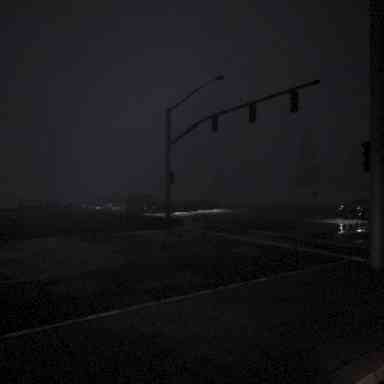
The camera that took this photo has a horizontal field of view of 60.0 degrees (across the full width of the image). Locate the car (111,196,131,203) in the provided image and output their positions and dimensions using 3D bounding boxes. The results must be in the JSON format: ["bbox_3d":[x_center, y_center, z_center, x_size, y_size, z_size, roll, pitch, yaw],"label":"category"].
[{"bbox_3d":[-14.759,1.459,68.748,2.033,1.411,5.357,0,0,-35],"label":"car"}]

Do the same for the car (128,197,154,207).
[{"bbox_3d":[-8.203,1.544,53.034,2.033,1.411,5.357,0,0,-35],"label":"car"}]

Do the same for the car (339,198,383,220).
[{"bbox_3d":[14.555,1.308,28.399,4.553,1.767,2.097,0,0,-36],"label":"car"}]

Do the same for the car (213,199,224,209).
[{"bbox_3d":[2.280,1.560,44.089,1.994,1.385,4.181,0,0,-35],"label":"car"}]

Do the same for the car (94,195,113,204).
[{"bbox_3d":[-17.794,1.476,66.983,2.128,1.511,4.902,0,0,-35],"label":"car"}]

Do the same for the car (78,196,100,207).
[{"bbox_3d":[-16.188,1.522,52.270,1.812,1.442,4.674,0,0,-35],"label":"car"}]

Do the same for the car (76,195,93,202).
[{"bbox_3d":[-21.337,1.266,65.946,1.994,1.385,4.181,0,0,-35],"label":"car"}]

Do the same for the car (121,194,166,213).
[{"bbox_3d":[-5.525,1.218,36.914,2.150,2.045,5.566,0,0,-35],"label":"car"}]

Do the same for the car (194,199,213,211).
[{"bbox_3d":[0.179,1.560,40.976,1.994,1.385,4.181,0,0,-35],"label":"car"}]

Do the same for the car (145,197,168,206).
[{"bbox_3d":[-6.036,1.521,56.063,1.812,1.442,4.674,0,0,-35],"label":"car"}]

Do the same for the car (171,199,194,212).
[{"bbox_3d":[-2.451,1.544,38.623,2.033,1.411,5.357,0,0,-35],"label":"car"}]

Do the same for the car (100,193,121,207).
[{"bbox_3d":[-12.243,1.220,52.721,2.150,2.045,5.566,0,0,-35],"label":"car"}]
